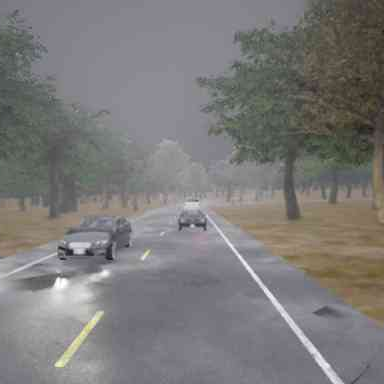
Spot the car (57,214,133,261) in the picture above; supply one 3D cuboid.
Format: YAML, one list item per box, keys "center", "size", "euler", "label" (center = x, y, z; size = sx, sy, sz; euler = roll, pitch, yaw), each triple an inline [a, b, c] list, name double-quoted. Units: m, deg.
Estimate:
- center: [-3.522, 1.631, 12.892]
  size: [2.128, 1.511, 4.902]
  euler: [0, -1, 0]
  label: "car"

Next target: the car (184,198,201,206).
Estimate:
- center: [0.072, 1.805, 45.044]
  size: [2.150, 2.045, 5.566]
  euler: [0, -1, 0]
  label: "car"

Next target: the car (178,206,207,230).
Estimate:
- center: [0.049, 1.856, 22.960]
  size: [1.895, 1.301, 4.718]
  euler: [0, -1, 0]
  label: "car"
